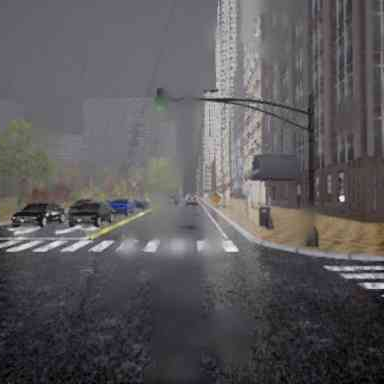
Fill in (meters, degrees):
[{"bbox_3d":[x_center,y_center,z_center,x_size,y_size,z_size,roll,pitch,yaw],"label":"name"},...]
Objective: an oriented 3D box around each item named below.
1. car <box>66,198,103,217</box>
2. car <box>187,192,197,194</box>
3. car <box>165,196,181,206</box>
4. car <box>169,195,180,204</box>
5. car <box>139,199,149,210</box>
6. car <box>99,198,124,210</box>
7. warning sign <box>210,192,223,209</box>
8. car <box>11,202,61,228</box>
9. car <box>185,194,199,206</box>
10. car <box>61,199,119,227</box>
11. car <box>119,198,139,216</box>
[{"bbox_3d":[-9.842,1.392,30.878,1.837,1.490,4.892,0,0,0],"label":"car"},{"bbox_3d":[0.007,1.090,60.820,2.150,2.045,5.566,0,0,0],"label":"car"},{"bbox_3d":[-3.144,1.355,51.776,2.128,1.511,4.902,0,0,0],"label":"car"},{"bbox_3d":[-3.187,1.395,62.037,1.812,1.442,4.674,0,0,0],"label":"car"},{"bbox_3d":[-6.586,1.470,41.298,1.895,1.301,4.718,0,0,0],"label":"car"},{"bbox_3d":[-9.837,1.471,40.809,1.895,1.301,4.718,0,0,0],"label":"car"},{"bbox_3d":[2.833,0.988,38.469,1.300,1.860,1.060,-1,-1,0],"label":"warning sign"},{"bbox_3d":[-9.843,1.417,21.697,1.837,1.490,4.892,0,0,0],"label":"car"},{"bbox_3d":[0.006,1.411,50.369,2.033,1.411,5.357,0,0,0],"label":"car"},{"bbox_3d":[-6.563,1.416,22.048,1.837,1.490,4.892,0,0,2],"label":"car"},{"bbox_3d":[-6.593,1.364,31.121,1.882,1.535,5.008,0,0,0],"label":"car"}]
